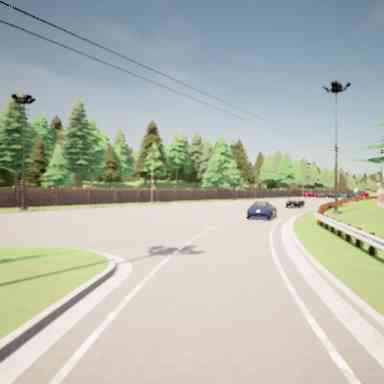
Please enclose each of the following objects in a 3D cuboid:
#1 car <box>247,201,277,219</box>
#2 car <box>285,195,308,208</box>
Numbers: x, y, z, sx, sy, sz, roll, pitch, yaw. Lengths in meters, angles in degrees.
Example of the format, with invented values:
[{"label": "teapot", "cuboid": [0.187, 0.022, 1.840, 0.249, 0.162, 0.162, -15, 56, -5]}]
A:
[{"label": "car", "cuboid": [5.905, 1.463, 27.825, 1.994, 1.385, 4.181, 0, 0, 21]}, {"label": "car", "cuboid": [14.224, 1.448, 45.584, 1.895, 1.301, 4.718, 0, 0, 28]}]
